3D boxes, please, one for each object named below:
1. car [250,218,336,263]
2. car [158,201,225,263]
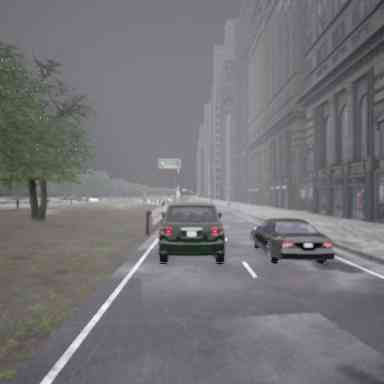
[{"bbox_3d":[3.498,1.677,12.516,2.033,1.411,5.357,0,-1,0],"label":"car"},{"bbox_3d":[-0.001,1.355,12.582,2.150,2.045,5.566,0,0,0],"label":"car"}]
